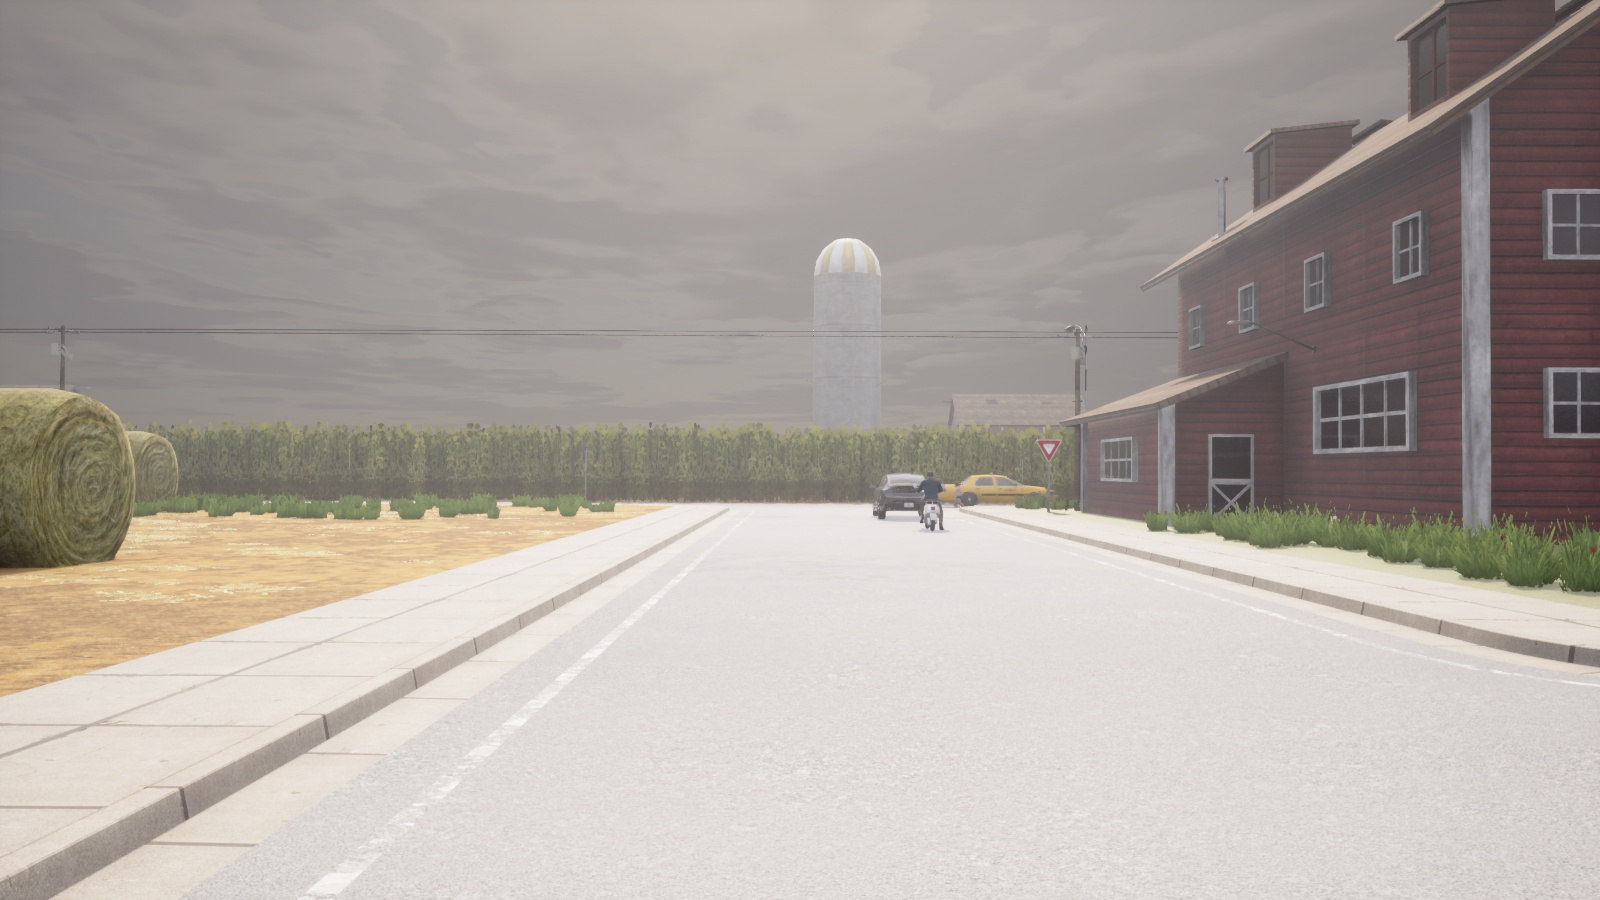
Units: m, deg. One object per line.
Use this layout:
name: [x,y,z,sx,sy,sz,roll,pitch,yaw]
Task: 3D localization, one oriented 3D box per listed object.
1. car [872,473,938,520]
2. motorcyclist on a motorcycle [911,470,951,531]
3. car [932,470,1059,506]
car: [3.489,1.522,42.494,1.837,1.490,4.892,0,-1,0]
motorcyclist on a motorcycle: [3.492,1.322,33.611,0.866,1.590,1.817,0,-1,0]
car: [8.643,1.683,55.816,5.366,1.575,1.801,0,-1,1]
